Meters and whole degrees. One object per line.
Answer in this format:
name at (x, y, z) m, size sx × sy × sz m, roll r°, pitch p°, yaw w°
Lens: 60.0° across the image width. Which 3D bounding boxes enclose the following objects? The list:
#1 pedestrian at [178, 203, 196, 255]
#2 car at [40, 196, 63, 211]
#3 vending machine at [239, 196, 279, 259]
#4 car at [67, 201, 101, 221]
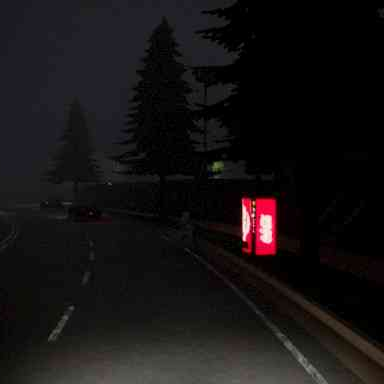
pedestrian at (-0.170, 1.284, 11.880) m, size 0.375 × 1.860 × 0.375 m, roll 0°, pitch 0°, yaw -15°
car at (-17.096, 1.322, 40.367) m, size 2.097 × 1.767 × 4.553 m, roll 0°, pitch 0°, yaw -32°
vending machine at (2.341, 1.186, 11.639) m, size 1.100 × 2.100 × 0.880 m, roll 0°, pitch 0°, yaw -14°
car at (-8.843, 1.456, 27.099) m, size 1.882 × 1.535 × 5.008 m, roll 0°, pitch 0°, yaw -30°
